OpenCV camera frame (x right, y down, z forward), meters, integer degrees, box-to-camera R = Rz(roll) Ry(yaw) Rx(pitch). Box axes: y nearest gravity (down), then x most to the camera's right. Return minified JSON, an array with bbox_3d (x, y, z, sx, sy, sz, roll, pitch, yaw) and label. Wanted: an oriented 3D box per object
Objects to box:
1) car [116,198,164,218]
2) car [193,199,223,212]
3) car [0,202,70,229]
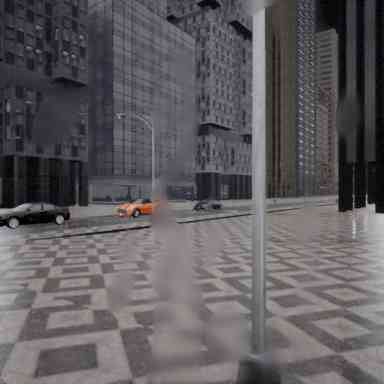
[{"bbox_3d":[-4.654,1.317,29.914,2.097,1.767,4.553,0,0,36],"label":"car"},{"bbox_3d":[1.947,1.514,38.936,1.994,1.385,4.181,0,0,35],"label":"car"},{"bbox_3d":[-10.527,1.456,21.890,1.882,1.535,5.008,0,0,36],"label":"car"}]
